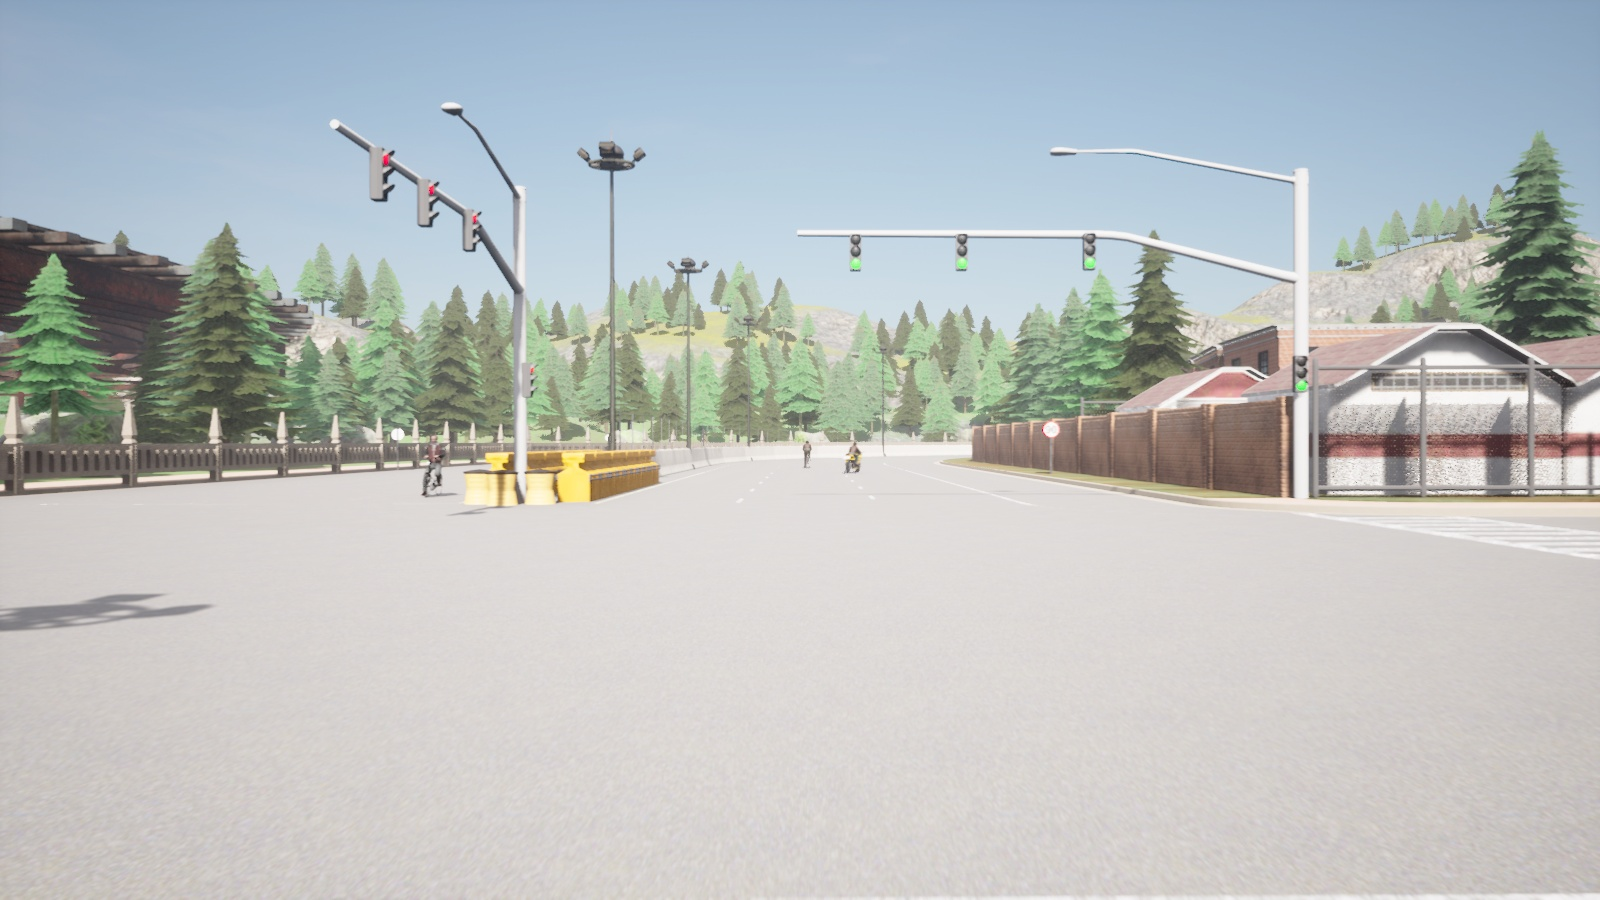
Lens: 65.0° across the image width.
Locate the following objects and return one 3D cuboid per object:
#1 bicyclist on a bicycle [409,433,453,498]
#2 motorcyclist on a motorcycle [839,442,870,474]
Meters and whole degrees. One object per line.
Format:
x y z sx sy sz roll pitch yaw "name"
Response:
-10.290 0.426 35.070 0.659 1.776 1.843 0 0 0 "bicyclist on a bicycle"
2.673 0.373 61.333 0.797 1.523 2.044 2 0 22 "motorcyclist on a motorcycle"
